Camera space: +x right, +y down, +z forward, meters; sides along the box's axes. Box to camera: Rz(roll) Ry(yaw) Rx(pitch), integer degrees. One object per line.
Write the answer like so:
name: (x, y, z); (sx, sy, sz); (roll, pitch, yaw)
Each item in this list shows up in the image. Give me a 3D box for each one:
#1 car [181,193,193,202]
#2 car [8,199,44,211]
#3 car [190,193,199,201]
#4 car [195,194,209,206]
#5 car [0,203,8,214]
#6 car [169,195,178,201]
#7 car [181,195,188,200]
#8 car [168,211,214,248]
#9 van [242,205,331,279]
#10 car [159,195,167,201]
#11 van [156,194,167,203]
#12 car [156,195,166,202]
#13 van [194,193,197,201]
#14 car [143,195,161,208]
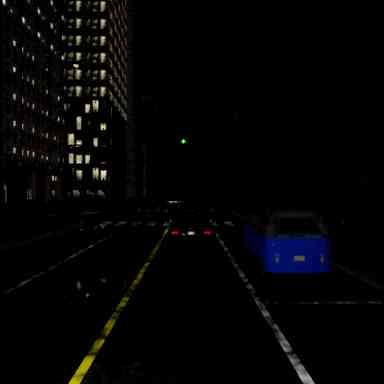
car: (-1.472, 1.219, 74.810); (2.097, 1.767, 4.553); (0, 0, -2)
car: (-18.281, 1.372, 36.068); (4.206, 1.307, 1.802); (1, 0, 3)
car: (0.602, 1.263, 86.532); (2.192, 1.841, 5.009); (0, 0, -3)
car: (1.811, 1.504, 53.449); (1.752, 1.417, 4.829); (0, 0, -2)
car: (-18.293, 1.395, 27.955); (4.206, 1.307, 1.802); (1, 0, 3)
car: (-4.380, 1.504, 78.703); (1.994, 1.385, 4.181); (0, 0, -2)
car: (-2.042, 1.374, 88.204); (1.895, 1.301, 4.718); (0, 0, -3)
car: (-0.058, 1.560, 14.689); (2.033, 1.411, 5.357); (0, 0, 0)
van: (2.537, 1.338, 9.735); (1.690, 1.788, 3.998); (0, 0, 0)
car: (-7.414, 1.493, 86.146); (1.887, 1.381, 4.507); (0, 0, -3)
van: (-6.736, 1.307, 69.517); (1.690, 1.788, 3.998); (0, 0, -2)
car: (-6.946, 1.505, 75.059); (1.887, 1.381, 4.507); (0, 0, -2)
van: (1.653, 1.316, 58.821); (1.690, 1.788, 3.998); (0, 0, -2)
car: (-5.911, 1.533, 47.347); (2.008, 1.369, 4.403); (0, 0, -1)
